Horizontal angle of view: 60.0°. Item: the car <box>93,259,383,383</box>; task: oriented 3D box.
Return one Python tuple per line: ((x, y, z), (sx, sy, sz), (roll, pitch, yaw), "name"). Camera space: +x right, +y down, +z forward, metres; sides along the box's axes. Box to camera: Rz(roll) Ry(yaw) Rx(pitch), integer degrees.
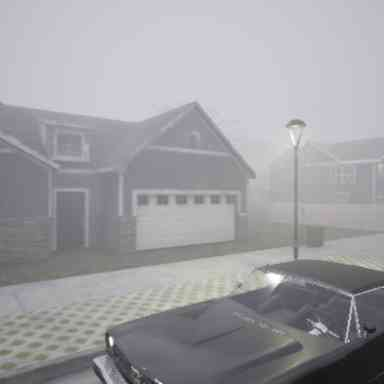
((1.346, 1.616, 4.022), (4.718, 1.301, 1.895), (0, 0, -36), "car")
